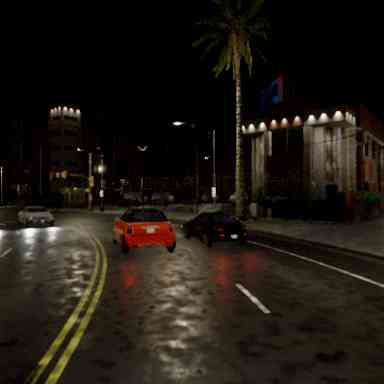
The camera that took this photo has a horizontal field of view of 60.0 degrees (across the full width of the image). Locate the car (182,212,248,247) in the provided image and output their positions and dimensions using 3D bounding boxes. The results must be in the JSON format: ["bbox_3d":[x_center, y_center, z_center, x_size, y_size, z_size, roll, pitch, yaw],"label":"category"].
[{"bbox_3d":[0.988,1.675,15.882,1.812,1.442,4.674,0,0,-19],"label":"car"}]

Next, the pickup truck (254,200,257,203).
[{"bbox_3d":[9.912,1.460,41.221,2.390,2.098,6.274,-1,-1,39],"label":"pickup truck"}]

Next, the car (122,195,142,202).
[{"bbox_3d":[-11.272,1.835,58.954,4.553,1.767,2.185,-1,-1,39],"label":"car"}]

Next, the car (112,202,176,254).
[{"bbox_3d":[-2.227,1.493,14.501,2.097,1.767,4.553,0,-1,-19],"label":"car"}]

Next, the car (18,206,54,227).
[{"bbox_3d":[-11.849,1.789,25.135,1.812,1.442,4.674,0,-1,-37],"label":"car"}]

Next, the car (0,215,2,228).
[{"bbox_3d":[-14.765,1.600,23.211,2.097,1.767,4.553,0,0,-38],"label":"car"}]
